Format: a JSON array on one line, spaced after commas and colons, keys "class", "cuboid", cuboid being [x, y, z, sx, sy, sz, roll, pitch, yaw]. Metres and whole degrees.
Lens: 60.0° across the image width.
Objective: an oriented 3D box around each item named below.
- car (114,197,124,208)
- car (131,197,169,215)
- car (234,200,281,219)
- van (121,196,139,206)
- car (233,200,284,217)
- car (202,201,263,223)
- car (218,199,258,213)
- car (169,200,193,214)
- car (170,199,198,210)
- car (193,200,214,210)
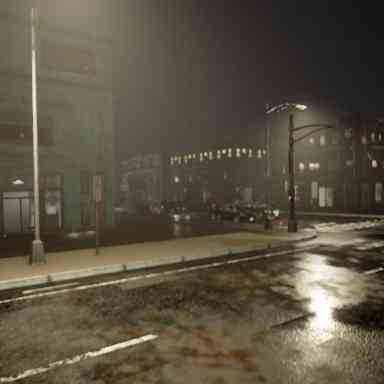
[{"class": "car", "cuboid": [-13.289, 1.929, 54.238, 1.812, 1.442, 4.674, -1, 0, -35]}, {"class": "car", "cuboid": [-4.814, 1.691, 37.704, 1.967, 1.590, 4.097, -2, 1, -35]}, {"class": "car", "cuboid": [5.197, 1.538, 28.110, 2.128, 1.511, 4.902, -1, 0, -37]}, {"class": "van", "cuboid": [-10.834, 1.678, 60.601, 1.690, 1.788, 3.998, -2, 1, -35]}, {"class": "car", "cuboid": [6.286, 1.521, 32.092, 1.837, 1.490, 4.892, -1, 0, -35]}, {"class": "car", "cuboid": [3.139, 1.660, 26.330, 1.947, 1.339, 4.313, -2, 1, -35]}, {"class": "car", "cuboid": [5.223, 1.581, 38.058, 2.008, 1.369, 4.403, -2, 1, -35]}, {"class": "car", "cuboid": [-2.295, 1.699, 38.653, 1.837, 1.490, 4.892, -1, 0, -35]}, {"class": "car", "cuboid": [-1.196, 1.738, 47.076, 1.802, 1.307, 4.206, -2, 1, -35]}, {"class": "car", "cuboid": [2.014, 1.675, 42.567, 1.802, 1.307, 4.206, -2, 1, -35]}]
